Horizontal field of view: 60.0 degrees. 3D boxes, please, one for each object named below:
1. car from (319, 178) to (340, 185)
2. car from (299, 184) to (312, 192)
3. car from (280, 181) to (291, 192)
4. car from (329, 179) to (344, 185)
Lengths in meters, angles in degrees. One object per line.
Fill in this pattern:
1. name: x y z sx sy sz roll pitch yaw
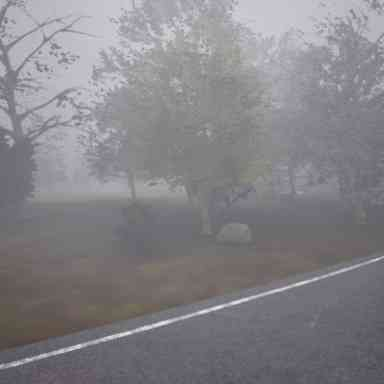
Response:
1. car: 31.544 -2.454 76.536 4.181 1.385 1.994 -5 3 -20
2. car: 20.645 -0.821 60.717 1.994 1.385 4.181 -3 3 15
3. car: 18.688 -1.241 65.064 2.150 2.045 5.566 -3 3 26
4. car: 32.281 -2.351 73.358 4.181 1.385 1.994 -5 3 -20
